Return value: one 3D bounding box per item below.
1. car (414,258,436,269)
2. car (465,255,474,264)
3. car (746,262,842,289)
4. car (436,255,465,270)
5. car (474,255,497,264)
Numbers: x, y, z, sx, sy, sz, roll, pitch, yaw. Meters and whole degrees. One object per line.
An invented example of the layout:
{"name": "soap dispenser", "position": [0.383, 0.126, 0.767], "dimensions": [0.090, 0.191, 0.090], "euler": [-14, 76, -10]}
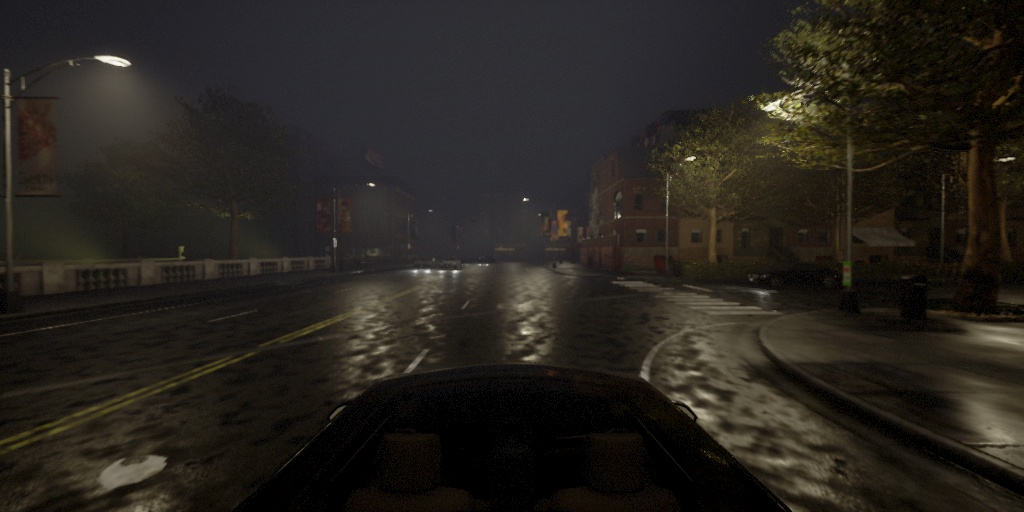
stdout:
{"name": "car", "position": [-10.403, 0.837, 43.697], "dimensions": [1.895, 1.301, 4.718], "euler": [0, 1, 3]}
{"name": "car", "position": [-7.150, 0.574, 60.865], "dimensions": [2.033, 1.411, 5.357], "euler": [0, 1, 20]}
{"name": "car", "position": [15.745, 1.051, 20.133], "dimensions": [4.674, 1.442, 1.812], "euler": [0, 1, 0]}
{"name": "car", "position": [-6.965, 0.793, 41.176], "dimensions": [1.812, 1.442, 4.674], "euler": [0, 1, 2]}
{"name": "car", "position": [-4.064, 0.615, 58.916], "dimensions": [1.994, 1.385, 4.181], "euler": [0, 1, 19]}
